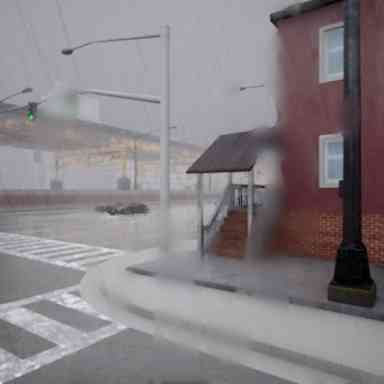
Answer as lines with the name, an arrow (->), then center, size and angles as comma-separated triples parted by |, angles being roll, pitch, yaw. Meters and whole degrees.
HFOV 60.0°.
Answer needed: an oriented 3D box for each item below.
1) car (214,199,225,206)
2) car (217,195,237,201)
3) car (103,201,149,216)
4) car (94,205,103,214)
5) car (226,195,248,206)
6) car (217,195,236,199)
car -> 5.487, 1.515, 54.474 | 1.837, 1.490, 4.892 | 0, -1, 36
car -> 9.225, 1.464, 88.528 | 4.974, 1.542, 2.038 | 0, 0, -26
car -> -6.118, 1.570, 32.309 | 1.994, 1.385, 4.181 | 0, 0, 35
car -> -8.106, 1.607, 35.550 | 1.895, 1.301, 4.718 | 0, 0, 35
car -> 7.707, 1.357, 51.579 | 2.097, 1.767, 4.553 | 0, 0, 36
car -> 9.178, 1.306, 88.505 | 4.536, 1.218, 1.853 | 0, 0, -26
